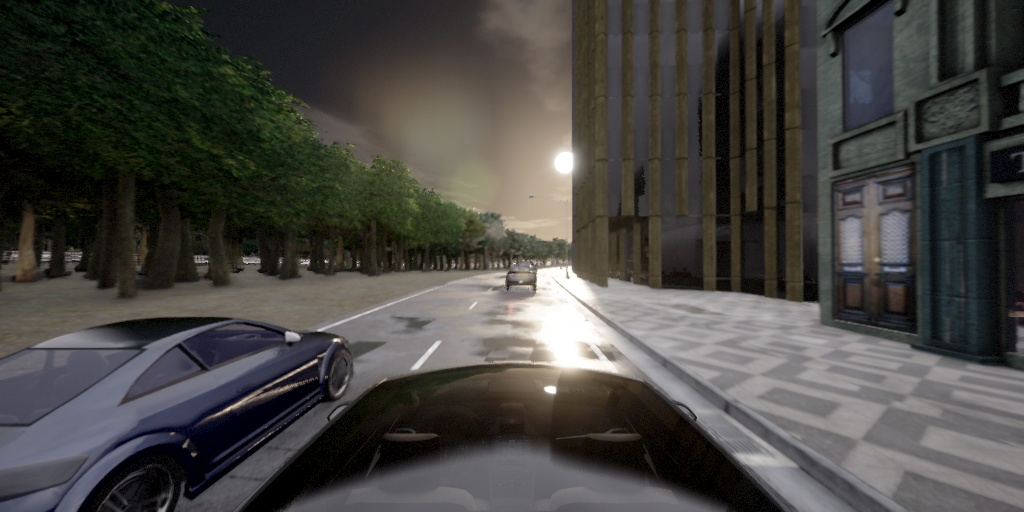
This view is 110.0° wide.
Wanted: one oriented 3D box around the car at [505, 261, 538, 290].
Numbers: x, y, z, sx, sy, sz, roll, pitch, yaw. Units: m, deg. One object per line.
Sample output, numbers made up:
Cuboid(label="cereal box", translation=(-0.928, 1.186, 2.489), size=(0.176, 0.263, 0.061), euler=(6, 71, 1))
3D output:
Cuboid(label="car", translation=(0.612, 1.282, 22.640), size=(2.128, 1.511, 4.902), euler=(0, 0, 2))

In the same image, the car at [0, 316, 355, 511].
Cuboid(label="car", translation=(-3.365, 1.311, 3.722), size=(1.994, 1.385, 4.181), euler=(0, 0, 0))
